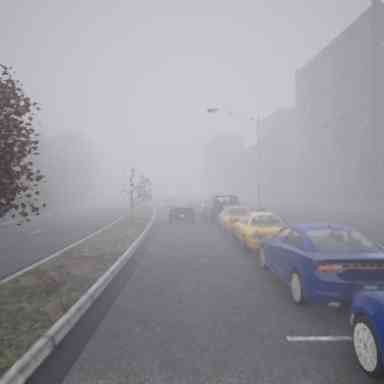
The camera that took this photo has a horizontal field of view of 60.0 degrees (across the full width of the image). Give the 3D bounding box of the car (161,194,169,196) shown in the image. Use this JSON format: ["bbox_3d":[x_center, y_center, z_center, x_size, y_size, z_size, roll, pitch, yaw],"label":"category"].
[{"bbox_3d":[-4.489,1.214,68.741,2.097,1.535,5.008,0,0,-13],"label":"car"}]

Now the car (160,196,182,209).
[{"bbox_3d":[-2.755,1.479,42.816,1.895,1.301,4.718,0,0,-8],"label":"car"}]

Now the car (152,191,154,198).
[{"bbox_3d":[-8.310,1.124,84.837,2.002,1.452,4.674,0,0,-13],"label":"car"}]

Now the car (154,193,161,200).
[{"bbox_3d":[-7.028,1.131,79.436,2.231,1.521,4.892,0,0,-13],"label":"car"}]

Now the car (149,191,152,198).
[{"bbox_3d":[-9.600,1.064,90.262,2.163,1.488,4.792,0,0,-13],"label":"car"}]

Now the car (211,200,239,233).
[{"bbox_3d":[2.552,1.462,19.360,1.946,1.575,5.366,0,0,-3],"label":"car"}]

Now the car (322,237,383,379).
[{"bbox_3d":[3.047,1.480,2.482,2.097,1.535,5.008,0,0,0],"label":"car"}]

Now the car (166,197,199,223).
[{"bbox_3d":[-0.850,1.442,25.014,1.882,1.535,5.008,0,0,-4],"label":"car"}]

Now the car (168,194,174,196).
[{"bbox_3d":[-2.455,1.306,59.361,2.163,1.488,4.792,0,0,-10],"label":"car"}]

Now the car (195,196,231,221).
[{"bbox_3d":[1.751,1.432,30.289,2.231,1.521,4.892,0,0,-5],"label":"car"}]

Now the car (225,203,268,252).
[{"bbox_3d":[2.813,1.472,13.802,1.946,1.575,5.366,0,0,-2],"label":"car"}]

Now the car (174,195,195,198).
[{"bbox_3d":[-1.190,1.314,52.434,1.946,1.575,5.366,0,0,-9],"label":"car"}]

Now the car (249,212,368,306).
[{"bbox_3d":[2.979,1.480,8.050,2.097,1.535,5.008,0,0,-1],"label":"car"}]
